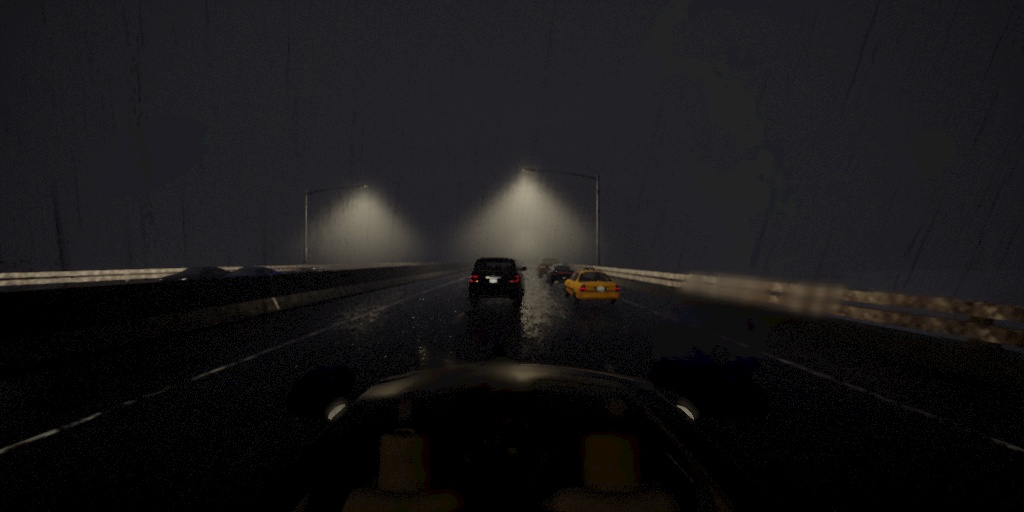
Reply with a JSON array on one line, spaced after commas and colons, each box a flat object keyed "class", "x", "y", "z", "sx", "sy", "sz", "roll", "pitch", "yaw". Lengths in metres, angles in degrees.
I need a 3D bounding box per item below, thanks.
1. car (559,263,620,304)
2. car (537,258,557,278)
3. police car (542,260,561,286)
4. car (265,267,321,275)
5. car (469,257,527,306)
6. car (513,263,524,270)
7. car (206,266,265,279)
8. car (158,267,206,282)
[{"class": "car", "x": 3.579, "y": 1.312, "z": 16.935, "sx": 1.801, "sy": 1.575, "sz": 5.366, "roll": 0, "pitch": 0, "yaw": 1}, {"class": "car", "x": 3.927, "y": 1.260, "z": 38.619, "sx": 2.150, "sy": 2.045, "sz": 5.566, "roll": 0, "pitch": -1, "yaw": 1}, {"class": "police car", "x": 3.719, "y": 1.367, "z": 27.777, "sx": 1.930, "sy": 1.638, "sz": 5.238, "roll": 0, "pitch": 0, "yaw": 1}, {"class": "car", "x": -13.926, "y": 1.473, "z": 23.966, "sx": 1.994, "sy": 1.385, "sz": 4.181, "roll": 0, "pitch": 0, "yaw": 1}, {"class": "car", "x": -0.547, "y": 1.076, "z": 16.652, "sx": 2.150, "sy": 2.045, "sz": 5.566, "roll": 0, "pitch": 0, "yaw": 4}, {"class": "car", "x": 1.287, "y": 1.888, "z": 64.964, "sx": 1.895, "sy": 1.301, "sz": 4.718, "roll": 0, "pitch": -1, "yaw": 3}, {"class": "car", "x": -17.426, "y": 1.435, "z": 24.000, "sx": 1.812, "sy": 1.442, "sz": 4.674, "roll": 0, "pitch": 0, "yaw": 1}, {"class": "car", "x": -20.925, "y": 1.436, "z": 24.093, "sx": 1.812, "sy": 1.442, "sz": 4.674, "roll": 0, "pitch": 0, "yaw": 1}]
